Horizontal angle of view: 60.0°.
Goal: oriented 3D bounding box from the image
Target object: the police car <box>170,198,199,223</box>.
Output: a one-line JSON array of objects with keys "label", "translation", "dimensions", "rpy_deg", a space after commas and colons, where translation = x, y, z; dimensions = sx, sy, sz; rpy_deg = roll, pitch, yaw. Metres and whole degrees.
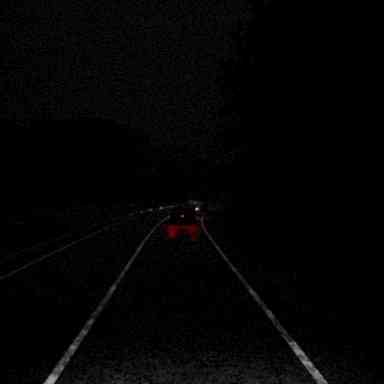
[{"label": "police car", "translation": [-0.655, 1.589, 27.088], "dimensions": [1.930, 1.638, 5.238], "rpy_deg": [0, 0, 1]}]

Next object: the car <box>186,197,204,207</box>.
[{"label": "car", "translation": [0.520, 1.721, 57.930], "dimensions": [1.837, 1.490, 4.892], "rpy_deg": [1, 0, 16]}]

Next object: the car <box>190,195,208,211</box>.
[{"label": "car", "translation": [0.868, 1.443, 44.812], "dimensions": [2.150, 2.045, 5.566], "rpy_deg": [1, 0, 10]}]
